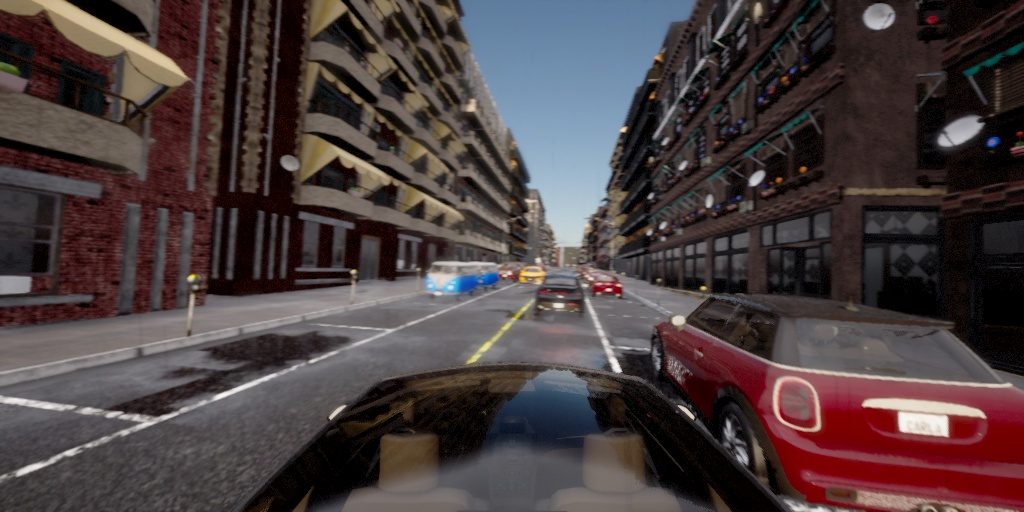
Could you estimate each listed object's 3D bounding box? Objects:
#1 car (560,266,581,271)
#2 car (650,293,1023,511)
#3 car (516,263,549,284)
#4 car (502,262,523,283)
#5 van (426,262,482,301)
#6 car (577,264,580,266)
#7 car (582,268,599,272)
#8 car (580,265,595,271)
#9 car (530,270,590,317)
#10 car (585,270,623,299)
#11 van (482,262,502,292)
[{"bbox_3d":[4.858,1.895,32.094,2.033,1.411,5.357,2,-1,9],"label":"car"},{"bbox_3d":[3.296,1.269,4.673,2.097,1.767,4.553,2,-1,9],"label":"car"},{"bbox_3d":[1.913,1.710,32.225,1.882,1.535,5.008,2,-1,10],"label":"car"},{"bbox_3d":[-0.281,1.490,34.348,2.192,1.841,5.009,0,0,9],"label":"car"},{"bbox_3d":[-2.963,1.182,17.978,1.690,1.789,3.998,0,0,9],"label":"van"},{"bbox_3d":[9.236,2.007,43.928,2.192,1.841,5.009,0,0,9],"label":"car"},{"bbox_3d":[6.587,1.897,27.551,1.888,1.381,4.507,0,0,9],"label":"car"},{"bbox_3d":[7.489,1.905,33.007,1.967,1.591,4.097,0,0,9],"label":"car"},{"bbox_3d":[2.006,1.498,14.678,1.837,1.490,4.892,2,-1,9],"label":"car"},{"bbox_3d":[5.694,1.786,22.095,1.888,1.381,4.507,0,0,9],"label":"car"},{"bbox_3d":[-2.069,1.292,23.435,1.690,1.789,3.998,0,0,9],"label":"van"}]
